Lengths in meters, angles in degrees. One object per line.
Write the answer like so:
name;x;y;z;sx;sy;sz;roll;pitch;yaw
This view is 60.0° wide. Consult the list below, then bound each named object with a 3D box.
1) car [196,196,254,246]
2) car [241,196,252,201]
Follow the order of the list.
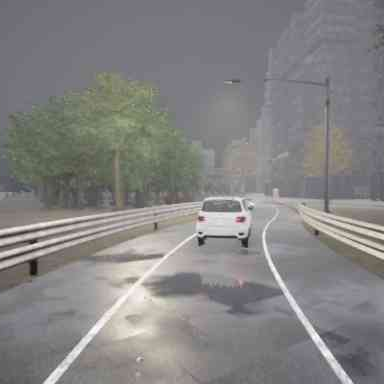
car;1.637;1.229;15.563;2.150;2.045;5.566;0;0;11
car;13.593;1.559;82.761;1.895;1.301;4.718;0;0;-2
